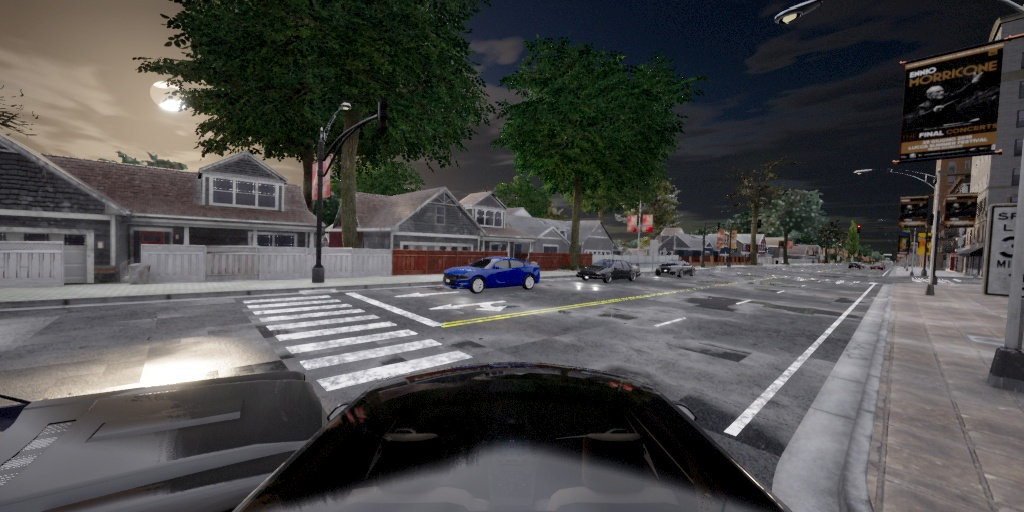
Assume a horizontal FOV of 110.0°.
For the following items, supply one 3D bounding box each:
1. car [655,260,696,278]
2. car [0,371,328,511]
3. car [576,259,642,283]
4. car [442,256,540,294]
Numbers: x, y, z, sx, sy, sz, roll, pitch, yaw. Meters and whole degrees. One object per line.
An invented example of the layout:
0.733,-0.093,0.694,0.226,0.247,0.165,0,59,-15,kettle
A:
13.796,1.009,30.199,4.181,1.385,1.994,1,2,-43,car
-3.321,1.275,1.497,4.718,1.301,1.895,1,2,-33,car
6.466,0.917,23.417,5.357,1.411,2.033,1,2,-43,car
-0.831,0.775,16.637,5.008,1.535,1.882,1,3,-43,car
